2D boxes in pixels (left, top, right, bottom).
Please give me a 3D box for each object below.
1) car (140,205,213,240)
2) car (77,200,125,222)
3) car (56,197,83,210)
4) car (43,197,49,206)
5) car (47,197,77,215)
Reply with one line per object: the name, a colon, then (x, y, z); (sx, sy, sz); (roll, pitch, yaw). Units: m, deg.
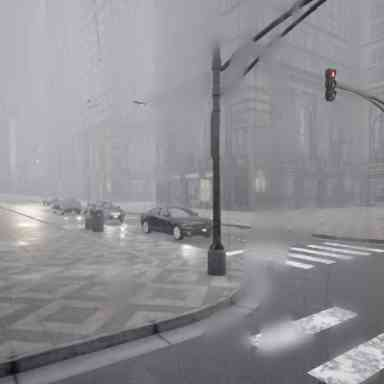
car: (-0.894, 1.470, 17.211); (1.882, 1.535, 5.008); (0, 0, -36)
car: (-6.807, 1.480, 25.499); (2.128, 1.511, 4.902); (0, 0, -36)
car: (-16.342, 1.489, 44.301); (2.033, 1.411, 5.357); (0, 0, -35)
car: (-21.983, 1.446, 52.116); (1.812, 1.442, 4.674); (0, 0, -35)
car: (-12.954, 1.518, 34.131); (2.033, 1.411, 5.357); (0, 0, -35)
